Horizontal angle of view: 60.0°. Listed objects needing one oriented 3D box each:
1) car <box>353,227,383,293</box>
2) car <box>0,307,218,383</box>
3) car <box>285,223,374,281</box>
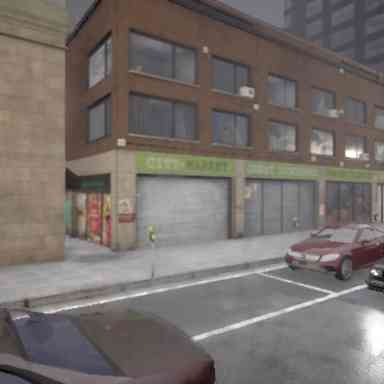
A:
[{"bbox_3d":[6.290,1.590,7.845,5.357,1.411,2.033,0,0,-35],"label":"car"},{"bbox_3d":[-2.244,1.544,1.762,5.357,1.411,2.033,0,0,-35],"label":"car"},{"bbox_3d":[4.617,1.624,9.942,4.206,1.307,1.802,0,0,-35],"label":"car"}]
